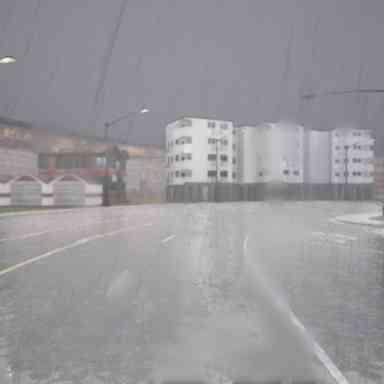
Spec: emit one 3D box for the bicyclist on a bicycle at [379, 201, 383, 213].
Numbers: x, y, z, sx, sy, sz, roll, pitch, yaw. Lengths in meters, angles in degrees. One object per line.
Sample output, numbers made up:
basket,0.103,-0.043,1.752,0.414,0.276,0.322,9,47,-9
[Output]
bicyclist on a bicycle,17.499,1.081,29.685,0.582,1.620,1.656,0,0,-34
